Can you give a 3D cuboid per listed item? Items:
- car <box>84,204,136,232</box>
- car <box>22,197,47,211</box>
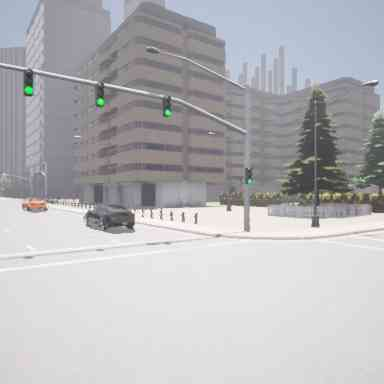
[{"bbox_3d":[-5.155,1.504,20.534,1.837,1.490,4.892,0,0,-35],"label":"car"},{"bbox_3d":[-19.018,1.352,40.051,2.097,1.767,4.553,0,0,-35],"label":"car"}]
